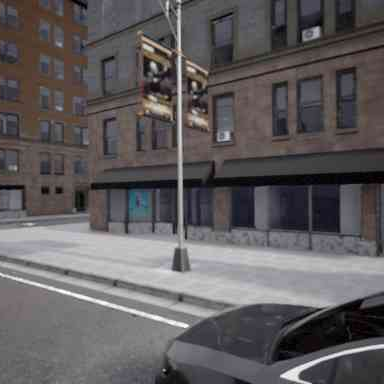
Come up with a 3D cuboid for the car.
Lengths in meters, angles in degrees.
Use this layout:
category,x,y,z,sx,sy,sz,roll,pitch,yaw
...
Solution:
category,x,y,z,sx,sy,sz,roll,pitch,yaw
car,1.902,1.504,2.331,4.892,1.490,1.837,0,0,35
